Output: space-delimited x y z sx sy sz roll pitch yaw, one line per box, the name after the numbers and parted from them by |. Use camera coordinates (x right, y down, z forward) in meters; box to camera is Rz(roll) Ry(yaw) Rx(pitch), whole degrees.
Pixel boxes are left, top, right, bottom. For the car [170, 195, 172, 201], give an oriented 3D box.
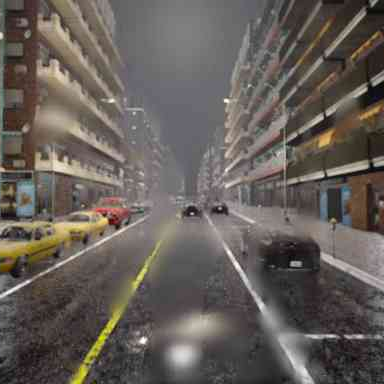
-5.245 1.614 61.450 1.887 1.381 4.507 2 0 0 | car

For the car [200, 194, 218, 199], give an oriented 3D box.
2.629 1.355 44.448 2.192 1.841 5.009 2 0 0 | car

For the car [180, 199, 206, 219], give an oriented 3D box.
0.025 1.592 29.095 1.812 1.442 4.674 0 0 0 | car

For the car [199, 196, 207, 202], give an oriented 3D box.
2.647 1.633 78.603 1.752 1.417 4.829 2 0 0 | car

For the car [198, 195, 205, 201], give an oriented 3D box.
2.658 1.701 95.425 2.008 1.369 4.403 2 0 0 | car

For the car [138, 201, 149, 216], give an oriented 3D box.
-5.265 1.578 33.131 2.008 1.369 4.403 2 0 0 | car

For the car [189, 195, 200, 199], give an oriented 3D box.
0.046 1.581 58.833 1.801 1.575 5.366 0 0 0 | car

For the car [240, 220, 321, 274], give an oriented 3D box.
2.597 1.558 10.462 2.008 1.369 4.403 2 0 0 | car

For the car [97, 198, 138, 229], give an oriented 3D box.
-5.265 1.332 21.803 2.192 1.841 5.009 2 0 0 | car

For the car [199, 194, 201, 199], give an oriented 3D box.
2.633 1.498 55.774 1.967 1.590 4.097 2 0 0 | car

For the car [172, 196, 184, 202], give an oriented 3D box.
-2.694 1.583 75.099 2.033 1.411 5.357 0 0 0 | car

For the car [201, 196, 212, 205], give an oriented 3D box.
2.637 1.509 61.440 1.967 1.590 4.097 2 0 0 | car

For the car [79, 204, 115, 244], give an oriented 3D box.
-5.277 1.538 15.967 1.752 1.417 4.829 2 0 0 | car

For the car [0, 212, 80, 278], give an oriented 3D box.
-5.282 1.533 10.303 1.752 1.417 4.829 2 0 0 | car

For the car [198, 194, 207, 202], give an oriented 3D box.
2.657 1.436 84.098 2.192 1.841 5.009 2 0 0 | car

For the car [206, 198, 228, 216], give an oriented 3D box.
2.613 1.593 33.120 1.947 1.339 4.313 2 0 0 | car

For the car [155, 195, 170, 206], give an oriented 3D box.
-5.249 1.584 55.615 1.752 1.417 4.829 2 0 0 | car

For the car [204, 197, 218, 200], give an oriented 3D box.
2.617 1.615 38.783 1.802 1.307 4.206 2 0 0 | car
